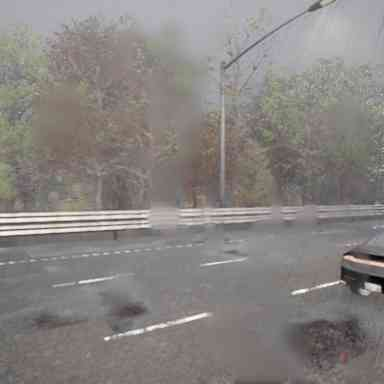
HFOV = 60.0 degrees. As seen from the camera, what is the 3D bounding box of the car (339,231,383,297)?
[{"bbox_3d":[5.351,1.576,7.527,4.902,1.511,2.128,1,0,-34],"label":"car"}]
